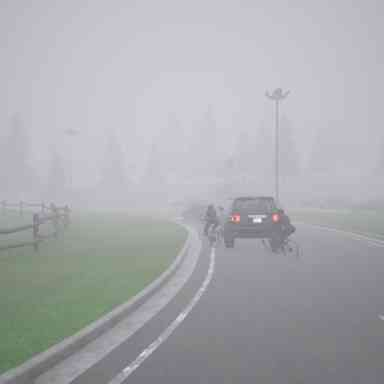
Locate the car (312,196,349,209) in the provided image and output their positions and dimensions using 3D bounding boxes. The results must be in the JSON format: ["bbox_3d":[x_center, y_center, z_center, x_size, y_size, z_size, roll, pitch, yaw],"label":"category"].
[{"bbox_3d":[18.790,1.353,43.933,4.553,1.767,2.097,0,0,2],"label":"car"}]

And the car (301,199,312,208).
[{"bbox_3d":[18.095,1.478,47.462,5.008,1.535,1.882,0,0,2],"label":"car"}]

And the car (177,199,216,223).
[{"bbox_3d":[0.814,1.547,25.378,2.033,1.411,5.357,0,0,-20],"label":"car"}]

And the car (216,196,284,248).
[{"bbox_3d":[2.451,1.198,14.887,2.150,2.045,5.566,-1,-1,1],"label":"car"}]

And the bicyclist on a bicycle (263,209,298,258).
[{"bbox_3d":[3.163,1.450,11.758,0.582,1.620,1.656,0,10,-33],"label":"bicyclist on a bicycle"}]

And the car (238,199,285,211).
[{"bbox_3d":[8.444,1.548,40.854,5.357,1.411,2.033,0,0,2],"label":"car"}]

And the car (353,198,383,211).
[{"bbox_3d":[22.484,1.490,40.276,4.902,1.511,2.128,0,0,2],"label":"car"}]

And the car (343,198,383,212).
[{"bbox_3d":[19.845,1.601,36.884,4.718,1.301,1.895,0,0,2],"label":"car"}]

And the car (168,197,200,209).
[{"bbox_3d":[-0.238,1.477,44.713,5.008,1.535,1.882,0,0,2],"label":"car"}]

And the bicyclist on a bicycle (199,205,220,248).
[{"bbox_3d":[0.735,1.358,13.427,0.582,1.620,1.656,7,2,-27],"label":"bicyclist on a bicycle"}]

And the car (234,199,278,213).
[{"bbox_3d":[7.162,1.526,37.403,4.674,1.442,1.812,0,0,2],"label":"car"}]

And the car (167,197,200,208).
[{"bbox_3d":[-1.165,1.525,48.253,4.674,1.442,1.812,0,0,2],"label":"car"}]
